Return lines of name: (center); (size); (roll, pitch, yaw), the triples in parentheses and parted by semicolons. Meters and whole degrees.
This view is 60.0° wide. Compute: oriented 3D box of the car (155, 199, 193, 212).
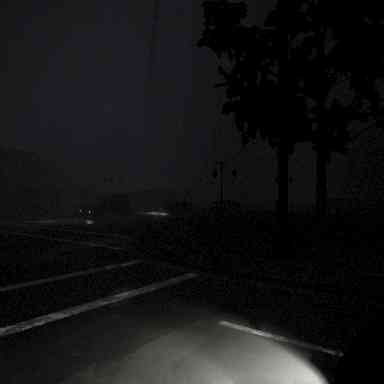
car: (-1.974, 1.547, 38.500); (2.033, 1.411, 5.357); (0, 0, 34)

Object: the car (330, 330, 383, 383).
car: (2.951, 1.564, 1.868); (4.181, 1.385, 1.994); (0, 0, 36)

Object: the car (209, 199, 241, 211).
car: (4.099, 1.547, 40.881); (2.033, 1.411, 5.357); (0, 0, 34)

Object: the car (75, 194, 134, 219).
car: (-7.729, 1.222, 30.005); (2.150, 2.045, 5.566); (0, 0, 35)
